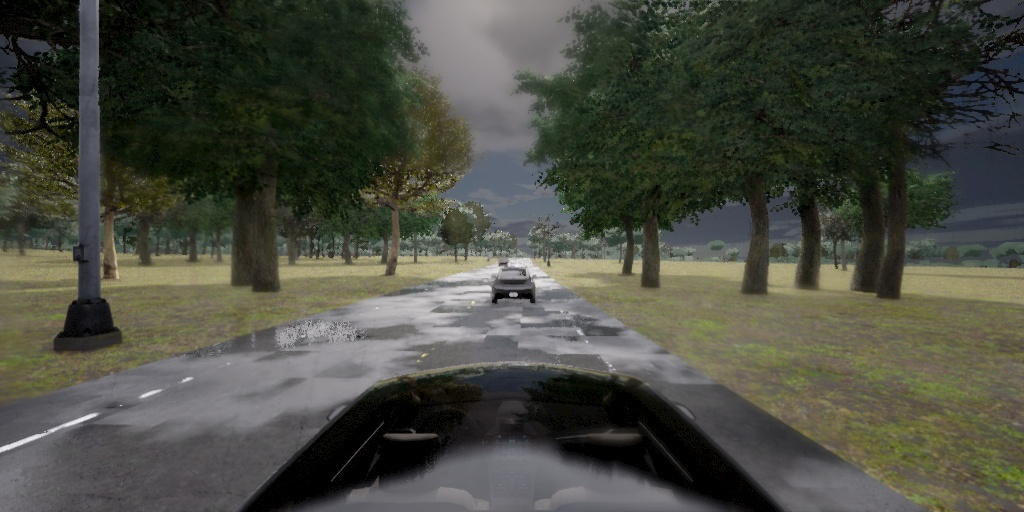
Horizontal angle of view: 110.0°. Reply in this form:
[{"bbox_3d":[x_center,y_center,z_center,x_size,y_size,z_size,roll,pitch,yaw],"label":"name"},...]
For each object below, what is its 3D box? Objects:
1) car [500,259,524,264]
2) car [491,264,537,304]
[{"bbox_3d":[0.358,1.269,31.451,2.128,1.511,4.902,0,0,1],"label":"car"},{"bbox_3d":[0.090,1.274,16.470,1.837,1.490,4.892,0,0,1],"label":"car"}]
